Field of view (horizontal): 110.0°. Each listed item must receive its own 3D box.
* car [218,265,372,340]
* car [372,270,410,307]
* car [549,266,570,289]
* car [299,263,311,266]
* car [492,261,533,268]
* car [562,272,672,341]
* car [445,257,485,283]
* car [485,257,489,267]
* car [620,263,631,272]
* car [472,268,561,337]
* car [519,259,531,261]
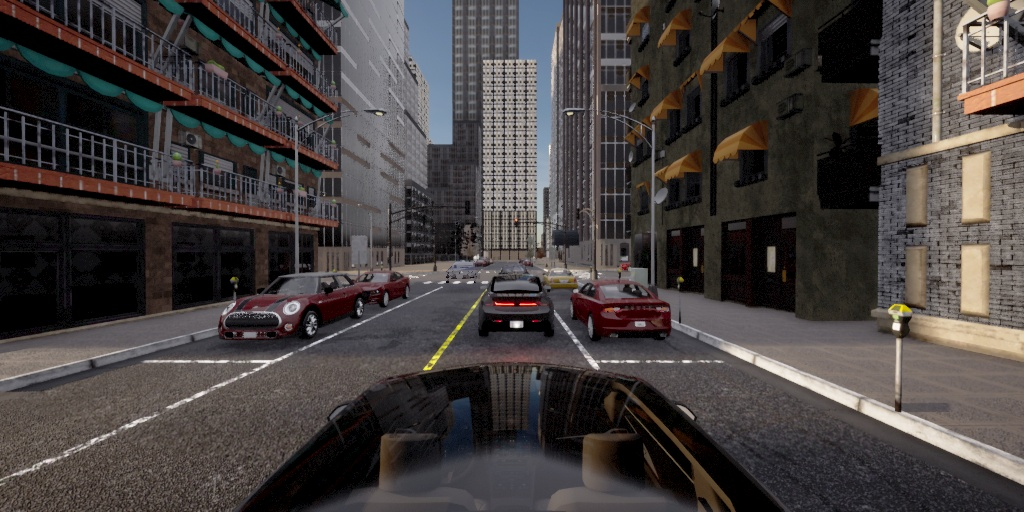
[{"bbox_3d":[-5.684,1.189,9.770,1.967,1.591,4.097,0,0,0],"label":"car"},{"bbox_3d":[-5.679,1.293,15.294,1.888,1.381,4.507,0,0,0],"label":"car"},{"bbox_3d":[2.707,1.273,20.965,1.751,1.417,4.829,0,0,0],"label":"car"},{"bbox_3d":[-23.799,1.495,39.642,4.097,1.591,1.967,0,0,0],"label":"car"},{"bbox_3d":[0.116,1.239,20.433,2.128,1.511,4.902,0,0,0],"label":"car"},{"bbox_3d":[2.697,1.294,9.748,1.888,1.381,4.507,0,0,0],"label":"car"},{"bbox_3d":[-2.980,0.886,22.532,1.812,1.442,4.674,0,0,0],"label":"car"},{"bbox_3d":[-5.631,1.292,64.330,1.888,1.381,4.507,0,0,0],"label":"car"},{"bbox_3d":[14.299,1.005,39.926,4.507,1.381,1.888,0,0,0],"label":"car"},{"bbox_3d":[0.108,1.253,10.299,1.837,1.490,4.892,0,0,0],"label":"car"},{"bbox_3d":[2.749,1.186,64.321,1.967,1.591,4.097,0,0,0],"label":"car"}]
